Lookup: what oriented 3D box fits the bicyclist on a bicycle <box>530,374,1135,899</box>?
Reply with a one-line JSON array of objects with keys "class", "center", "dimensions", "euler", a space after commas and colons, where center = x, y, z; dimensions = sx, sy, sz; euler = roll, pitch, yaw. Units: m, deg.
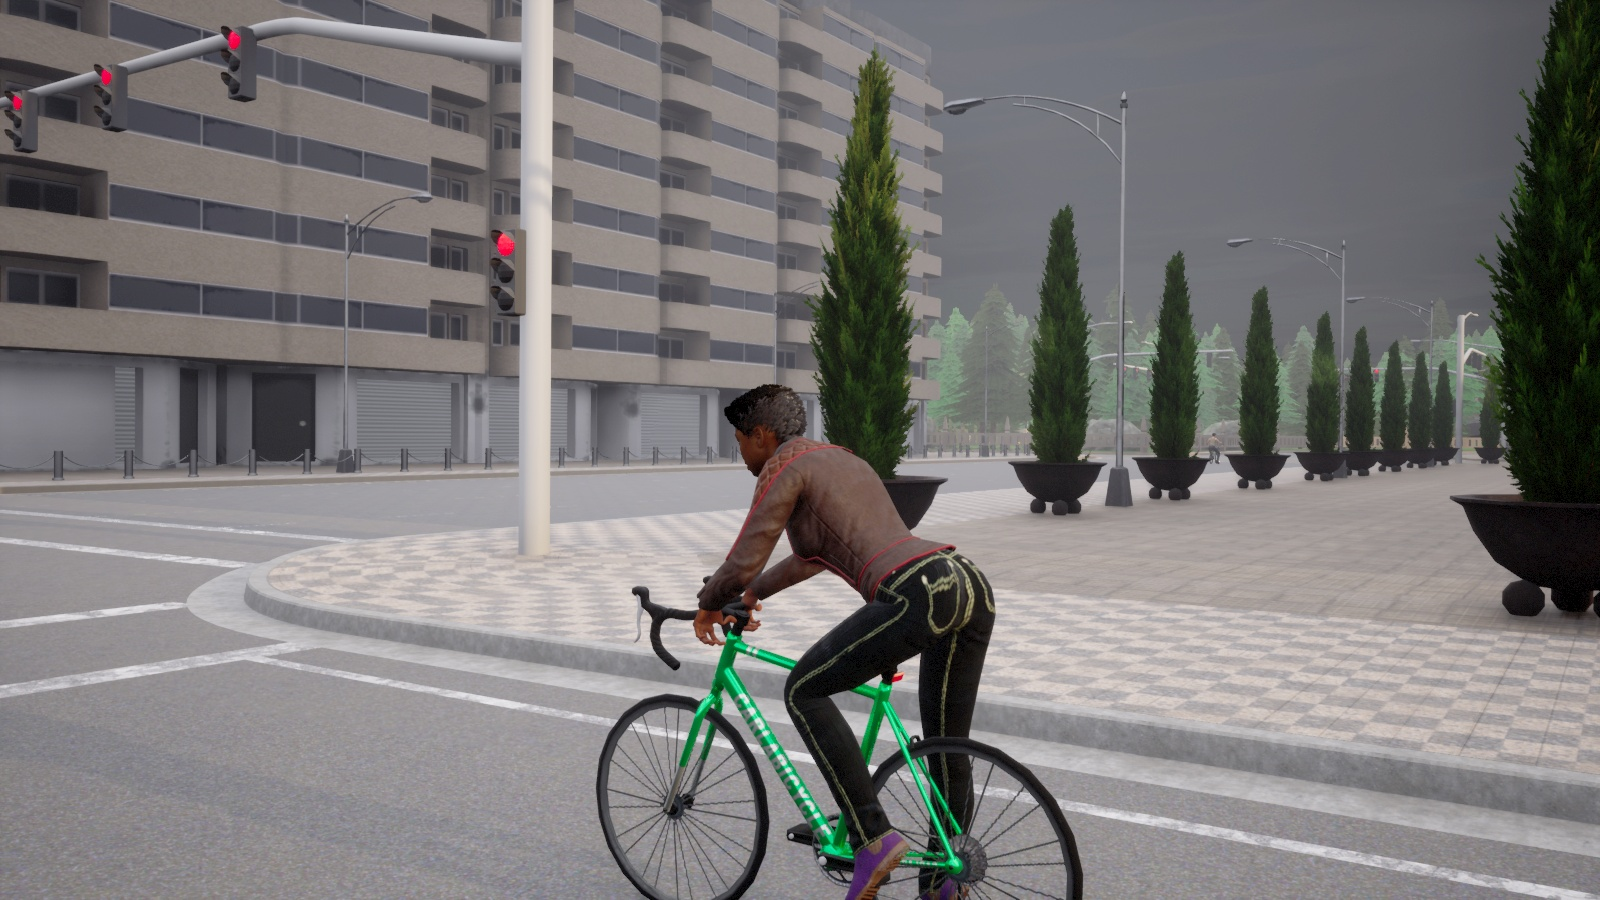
[{"class": "bicyclist on a bicycle", "center": [0.045, 0.635, 3.593], "dimensions": [1.656, 1.620, 0.582], "euler": [0, 1, 34]}]
